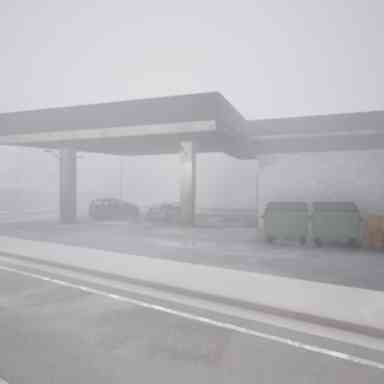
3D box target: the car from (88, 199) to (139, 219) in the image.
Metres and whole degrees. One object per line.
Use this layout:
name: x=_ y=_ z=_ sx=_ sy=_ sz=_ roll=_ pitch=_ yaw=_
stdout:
car: x=-6.783 y=1.419 z=29.312 sx=2.242 sy=1.667 sz=4.611 roll=0 pitch=0 yaw=37

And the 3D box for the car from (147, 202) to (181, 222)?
car: x=-1.708 y=1.548 z=26.513 sx=1.970 sy=1.475 sz=3.806 roll=0 pitch=0 yaw=37
